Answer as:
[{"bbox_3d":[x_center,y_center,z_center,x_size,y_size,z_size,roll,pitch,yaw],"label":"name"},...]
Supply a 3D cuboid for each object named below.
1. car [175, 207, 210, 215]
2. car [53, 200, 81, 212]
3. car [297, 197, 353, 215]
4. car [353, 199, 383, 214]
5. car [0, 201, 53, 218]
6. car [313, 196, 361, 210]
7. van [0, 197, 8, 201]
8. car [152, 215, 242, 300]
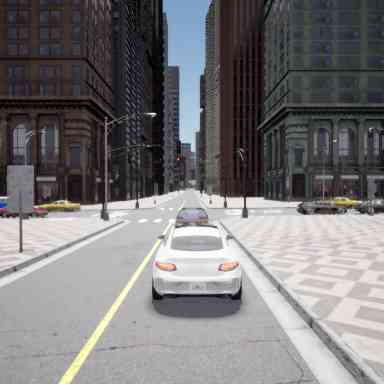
[{"bbox_3d":[0.028,1.533,17.837,2.033,1.411,5.357,0,0,1],"label":"car"},{"bbox_3d":[-15.450,1.585,38.634,4.829,1.417,1.752,-1,1,0],"label":"car"},{"bbox_3d":[11.682,1.419,30.057,4.313,1.339,1.947,-1,1,0],"label":"car"},{"bbox_3d":[17.061,1.342,30.046,4.403,1.369,2.008,-1,1,0],"label":"car"},{"bbox_3d":[-15.286,1.728,30.110,4.206,1.307,1.802,-1,1,0],"label":"car"},{"bbox_3d":[16.731,1.233,38.571,4.829,1.417,1.752,-1,1,0],"label":"car"},{"bbox_3d":[-20.962,1.457,38.640,3.998,1.788,1.690,-1,1,0],"label":"van"},{"bbox_3d":[0.099,1.521,8.247,1.812,1.442,4.674,0,0,0],"label":"car"}]
